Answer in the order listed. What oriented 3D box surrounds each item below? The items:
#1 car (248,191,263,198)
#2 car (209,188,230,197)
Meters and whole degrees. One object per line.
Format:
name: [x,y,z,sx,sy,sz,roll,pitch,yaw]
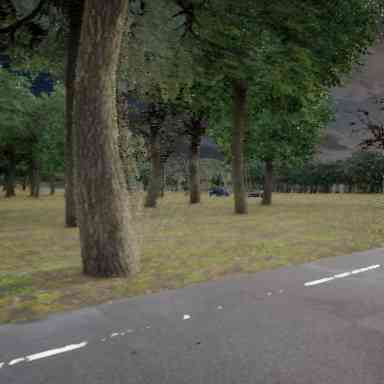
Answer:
car: [13.542,0.517,68.036,1.837,1.490,4.892,2,-1,-36]
car: [6.444,0.029,77.858,2.150,2.045,5.566,2,-1,-36]
